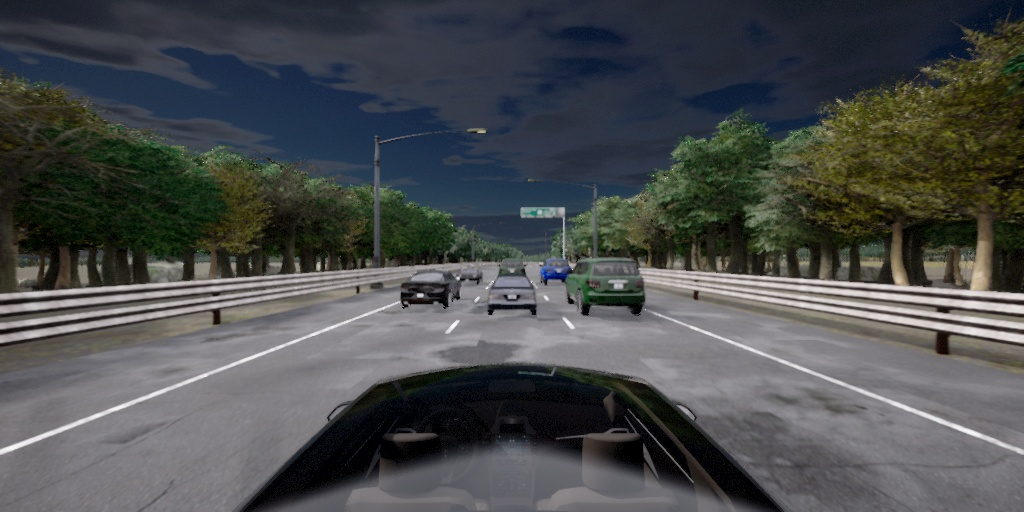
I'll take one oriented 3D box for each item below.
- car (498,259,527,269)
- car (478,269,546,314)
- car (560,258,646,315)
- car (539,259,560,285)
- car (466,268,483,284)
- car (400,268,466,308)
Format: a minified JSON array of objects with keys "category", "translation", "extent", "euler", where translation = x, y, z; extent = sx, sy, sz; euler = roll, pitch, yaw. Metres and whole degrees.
[{"category":"car","translation":[0.020,1.259,29.443],"extent":[2.150,2.045,5.566],"euler":[0,0,0]},{"category":"car","translation":[0.013,1.423,14.365],"extent":[2.033,1.411,5.357],"euler":[0,-1,0]},{"category":"car","translation":[3.514,1.101,14.451],"extent":[2.150,2.045,5.566],"euler":[0,0,0]},{"category":"car","translation":[3.520,1.258,29.411],"extent":[2.150,2.045,5.566],"euler":[0,0,0]},{"category":"car","translation":[-3.474,1.642,30.100],"extent":[1.895,1.301,4.718],"euler":[0,-1,0]},{"category":"car","translation":[-3.469,1.371,16.101],"extent":[1.882,1.535,5.008],"euler":[0,0,0]}]
